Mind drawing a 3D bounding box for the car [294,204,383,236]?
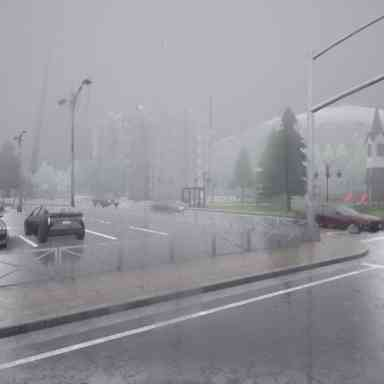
[{"bbox_3d":[8.188,1.478,18.992,1.882,1.535,5.008,0,0,-34],"label":"car"}]

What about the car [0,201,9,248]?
[{"bbox_3d":[-8.884,1.331,13.426,2.152,1.636,5.027,0,0,-36],"label":"car"}]

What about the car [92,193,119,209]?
[{"bbox_3d":[-12.339,1.134,47.310,2.150,2.045,5.566,0,0,-36],"label":"car"}]

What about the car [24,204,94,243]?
[{"bbox_3d":[-6.372,1.340,15.306,2.007,1.523,4.514,0,0,-36],"label":"car"}]

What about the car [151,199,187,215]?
[{"bbox_3d":[-2.379,1.491,33.656,2.128,1.511,4.902,0,0,-36],"label":"car"}]
